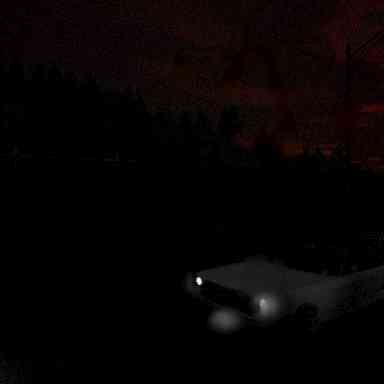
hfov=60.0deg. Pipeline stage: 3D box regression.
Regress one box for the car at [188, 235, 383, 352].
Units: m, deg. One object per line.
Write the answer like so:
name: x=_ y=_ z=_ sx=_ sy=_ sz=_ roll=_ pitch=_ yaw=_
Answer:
car: x=2.282 y=1.560 z=6.234 sx=4.718 sy=1.301 sz=1.895 roll=-1 pitch=0 yaw=-36
